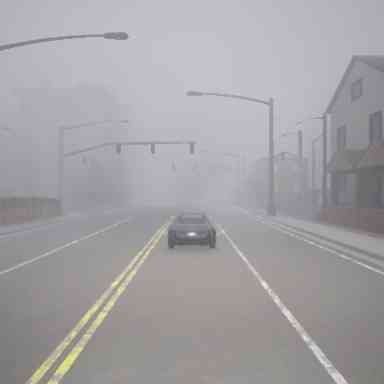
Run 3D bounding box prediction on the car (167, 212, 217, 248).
[{"bbox_3d":[0.000,1.571,14.650,1.994,1.385,4.181,0,0,0],"label":"car"}]
